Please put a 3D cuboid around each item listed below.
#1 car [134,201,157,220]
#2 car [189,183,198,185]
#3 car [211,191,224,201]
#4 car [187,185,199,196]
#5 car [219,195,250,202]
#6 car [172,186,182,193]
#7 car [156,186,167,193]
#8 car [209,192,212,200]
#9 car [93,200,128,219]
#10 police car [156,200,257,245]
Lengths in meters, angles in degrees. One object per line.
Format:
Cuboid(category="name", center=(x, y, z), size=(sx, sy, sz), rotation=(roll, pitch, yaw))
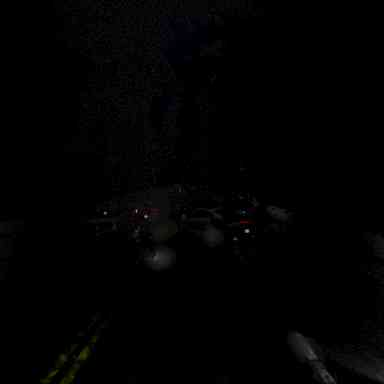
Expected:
Cuboid(category="car", center=(-3.284, 1.405, 26.067), size=(1.895, 1.301, 4.718), rotation=(0, 1, 0))
Cuboid(category="car", center=(0.200, -1.175, 77.541), size=(2.150, 2.045, 5.566), rotation=(0, 2, 0))
Cuboid(category="car", center=(3.339, 1.027, 34.385), size=(1.882, 1.535, 5.008), rotation=(0, 2, 0))
Cuboid(category="car", center=(0.193, -0.075, 59.743), size=(1.812, 1.442, 4.674), rotation=(0, 3, 1))
Cuboid(category="car", center=(3.310, 1.293, 23.399), size=(2.033, 1.649, 4.856), rotation=(0, 1, 0))
Cuboid(category="car", center=(-3.072, -0.511, 69.129), size=(1.882, 1.535, 5.008), rotation=(0, 3, 0))
Cuboid(category="car", center=(-6.322, -0.512, 69.108), size=(1.895, 1.301, 4.718), rotation=(0, 3, 0))
Cuboid(category="car", center=(3.367, 0.572, 45.373), size=(1.837, 1.490, 4.892), rotation=(0, 3, 0))
Cuboid(category="car", center=(-6.530, 1.346, 26.981), size=(1.994, 1.385, 4.181), rotation=(0, 2, 0))
Cuboid(category="police car", center=(0.665, 1.393, 15.855), size=(1.930, 1.638, 5.238), rotation=(0, 1, -39))
